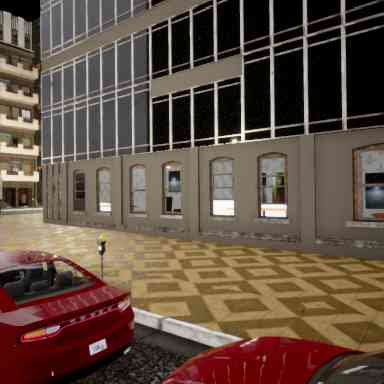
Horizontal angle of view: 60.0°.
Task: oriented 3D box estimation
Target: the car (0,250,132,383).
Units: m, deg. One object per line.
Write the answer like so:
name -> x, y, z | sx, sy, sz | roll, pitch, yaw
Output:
car -> -2.832, 1.546, 4.912 | 4.507, 1.381, 1.887 | 0, -1, 36

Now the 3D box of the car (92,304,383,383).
car -> 1.738, 1.545, 1.645 | 4.507, 1.381, 1.887 | 0, -1, 36
